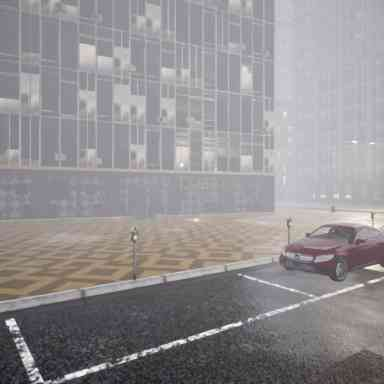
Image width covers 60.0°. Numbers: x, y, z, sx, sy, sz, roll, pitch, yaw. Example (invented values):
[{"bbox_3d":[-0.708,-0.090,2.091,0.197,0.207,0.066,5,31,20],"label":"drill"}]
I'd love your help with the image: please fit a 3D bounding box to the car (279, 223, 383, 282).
[{"bbox_3d":[4.361,1.579,9.684,4.206,1.307,1.802,0,0,-36],"label":"car"}]
